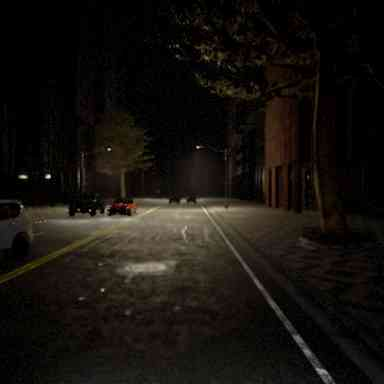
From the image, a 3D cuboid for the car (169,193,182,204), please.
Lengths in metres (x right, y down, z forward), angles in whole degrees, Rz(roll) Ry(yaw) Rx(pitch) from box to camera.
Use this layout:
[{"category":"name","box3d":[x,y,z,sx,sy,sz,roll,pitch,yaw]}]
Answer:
[{"category":"car","box3d":[-3.353,1.468,62.900,1.837,1.490,4.892,0,0,0]}]

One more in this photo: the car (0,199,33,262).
[{"category":"car","box3d":[-6.596,1.222,9.233,2.150,2.045,5.566,0,0,1]}]

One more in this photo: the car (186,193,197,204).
[{"category":"car","box3d":[-0.103,1.466,63.322,1.837,1.490,4.892,0,0,0]}]

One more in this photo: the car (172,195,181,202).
[{"category":"car","box3d":[-3.370,1.340,73.321,1.837,1.490,4.892,0,0,0]}]

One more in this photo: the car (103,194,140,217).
[{"category":"car","box3d":[-6.555,1.332,31.469,2.097,1.767,4.553,0,0,0]}]

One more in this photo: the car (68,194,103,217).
[{"category":"car","box3d":[-9.802,1.191,31.558,2.150,2.045,5.566,0,0,0]}]
